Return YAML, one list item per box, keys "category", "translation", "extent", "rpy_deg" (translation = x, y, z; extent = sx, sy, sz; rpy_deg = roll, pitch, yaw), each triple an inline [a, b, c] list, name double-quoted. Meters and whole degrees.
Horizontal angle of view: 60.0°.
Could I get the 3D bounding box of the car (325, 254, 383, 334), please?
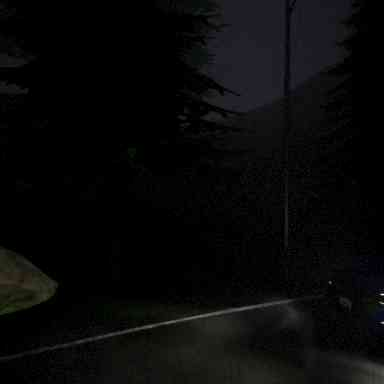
- category: "car"
  translation: [4.788, 1.450, 5.862]
  extent: [5.008, 1.535, 1.882]
  rpy_deg: [0, 0, -16]
